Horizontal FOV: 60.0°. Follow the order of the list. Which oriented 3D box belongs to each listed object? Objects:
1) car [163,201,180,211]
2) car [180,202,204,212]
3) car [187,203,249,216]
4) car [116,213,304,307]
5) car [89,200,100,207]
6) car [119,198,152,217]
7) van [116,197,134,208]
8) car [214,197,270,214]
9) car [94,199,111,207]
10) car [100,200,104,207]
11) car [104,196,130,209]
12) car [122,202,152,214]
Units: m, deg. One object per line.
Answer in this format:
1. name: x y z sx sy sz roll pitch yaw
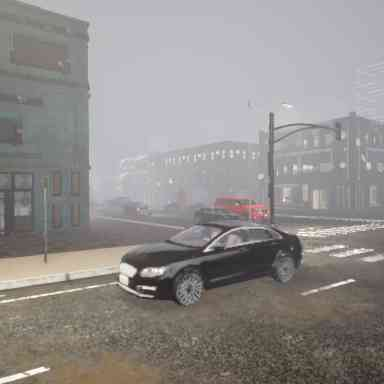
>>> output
1. car: -2.424 1.965 46.170 1.802 1.307 4.206 -2 0 -35
2. car: 0.782 1.903 41.659 1.802 1.307 4.206 -2 0 -35
3. car: 1.890 1.814 25.421 1.947 1.339 4.313 -1 0 -35
4. car: 0.643 1.491 8.066 4.902 1.511 2.128 0 0 -35
5. car: -18.296 2.268 64.050 1.895 1.301 4.718 -1 0 -36
6. car: -6.051 1.846 36.802 1.967 1.590 4.097 -1 0 -35
7. van: -12.048 1.906 59.706 1.690 1.788 3.998 -1 0 -35
8. car: 3.946 1.443 27.214 2.150 2.045 5.566 -1 0 -35
9. car: -18.456 2.227 68.730 1.887 1.381 4.507 -1 0 -35
10. car: -15.255 1.939 64.218 2.192 1.841 5.009 -1 0 -35
11. car: -12.082 1.774 55.297 2.150 2.045 5.566 -1 0 -35
12. car: -7.107 2.042 42.792 1.895 1.301 4.718 -1 0 -35
